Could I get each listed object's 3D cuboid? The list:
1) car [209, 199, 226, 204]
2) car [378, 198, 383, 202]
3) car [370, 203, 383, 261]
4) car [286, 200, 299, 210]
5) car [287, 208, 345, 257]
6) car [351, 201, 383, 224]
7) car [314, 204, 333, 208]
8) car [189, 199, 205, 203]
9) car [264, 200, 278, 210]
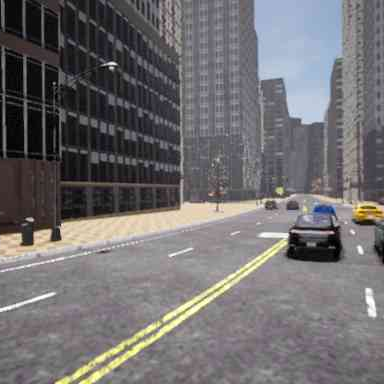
[{"bbox_3d":[6.616,2.366,85.605,4.313,1.339,1.947,0,0,20],"label":"car"},{"bbox_3d":[43.348,2.165,72.708,5.009,1.841,2.192,0,0,20],"label":"car"},{"bbox_3d":[8.072,1.472,12.355,2.097,1.767,4.553,0,-1,25],"label":"car"},{"bbox_3d":[15.565,2.002,51.385,1.882,1.535,5.008,0,-1,19],"label":"car"},{"bbox_3d":[5.169,1.637,13.816,2.128,1.511,4.902,0,-1,25],"label":"car"},{"bbox_3d":[14.266,1.741,27.272,1.882,1.535,5.008,0,0,21],"label":"car"},{"bbox_3d":[11.241,1.765,28.458,1.882,1.535,5.008,0,0,21],"label":"car"},{"bbox_3d":[1.271,2.374,87.542,4.206,1.307,1.802,0,0,20],"label":"car"},{"bbox_3d":[12.497,2.054,52.457,1.837,1.490,4.892,-1,-1,19],"label":"car"}]
